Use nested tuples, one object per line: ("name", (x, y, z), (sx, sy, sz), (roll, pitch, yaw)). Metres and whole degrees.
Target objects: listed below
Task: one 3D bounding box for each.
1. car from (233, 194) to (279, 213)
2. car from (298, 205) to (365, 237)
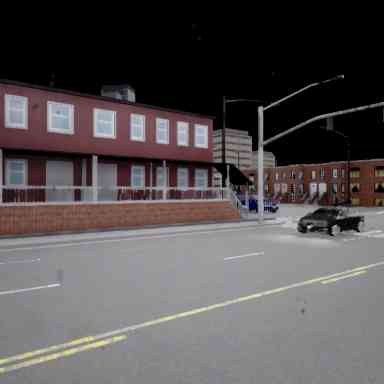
("car", (6.688, 1.221, 35.723), (2.150, 2.045, 5.566), (0, 0, -36))
("car", (7.704, 1.505, 18.167), (4.892, 1.490, 1.837), (0, 2, -40))
